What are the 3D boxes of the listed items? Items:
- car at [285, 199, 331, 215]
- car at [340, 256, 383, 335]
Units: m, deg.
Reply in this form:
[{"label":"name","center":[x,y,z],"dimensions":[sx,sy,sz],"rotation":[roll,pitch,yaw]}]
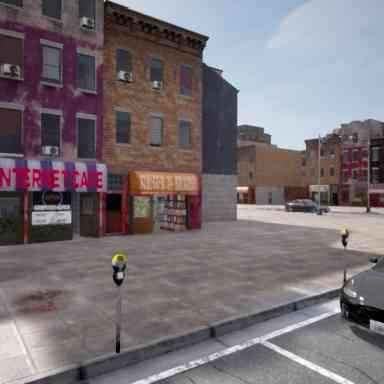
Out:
[{"label":"car","center":[11.941,1.553,34.608],"dimensions":[1.837,1.490,4.892],"rotation":[1,0,-35]},{"label":"car","center":[4.467,1.567,5.979],"dimensions":[4.313,1.339,1.947],"rotation":[0,0,-35]}]
